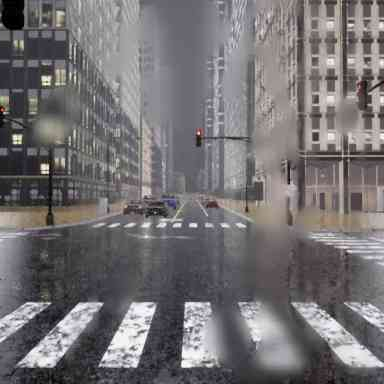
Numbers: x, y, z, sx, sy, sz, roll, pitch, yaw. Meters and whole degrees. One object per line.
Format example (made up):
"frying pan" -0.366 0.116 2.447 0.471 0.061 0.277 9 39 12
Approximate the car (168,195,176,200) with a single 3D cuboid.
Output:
"car" -5.723 1.603 95.072 1.947 1.339 4.313 1 0 0

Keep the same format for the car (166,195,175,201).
"car" -5.720 1.585 89.497 2.008 1.369 4.403 1 0 0

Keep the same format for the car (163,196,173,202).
"car" -5.714 1.580 78.347 2.008 1.369 4.403 1 0 0

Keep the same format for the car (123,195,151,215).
"car" -5.690 1.452 33.745 1.967 1.590 4.097 1 0 0

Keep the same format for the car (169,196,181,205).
"car" -3.080 1.528 59.456 1.837 1.490 4.892 0 -1 1

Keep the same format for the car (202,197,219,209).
"car" 2.681 1.598 44.962 1.802 1.307 4.206 1 0 0

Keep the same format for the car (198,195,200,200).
"car" 2.674 1.588 61.695 1.947 1.339 4.313 1 0 0

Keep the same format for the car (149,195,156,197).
"car" -5.693 1.331 44.896 2.192 1.841 5.009 1 0 0

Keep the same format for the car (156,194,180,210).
"car" -3.119 1.236 43.903 2.150 2.045 5.566 0 0 0

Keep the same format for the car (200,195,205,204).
"car" 2.678 1.546 56.287 1.752 1.417 4.829 1 0 0

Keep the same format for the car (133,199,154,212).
"car" -5.696 1.596 39.321 1.802 1.307 4.206 1 0 0

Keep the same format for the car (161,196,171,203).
"car" -5.711 1.572 72.771 1.887 1.381 4.507 1 0 0

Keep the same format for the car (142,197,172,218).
"car" -3.115 1.515 30.429 1.837 1.490 4.892 0 0 0
